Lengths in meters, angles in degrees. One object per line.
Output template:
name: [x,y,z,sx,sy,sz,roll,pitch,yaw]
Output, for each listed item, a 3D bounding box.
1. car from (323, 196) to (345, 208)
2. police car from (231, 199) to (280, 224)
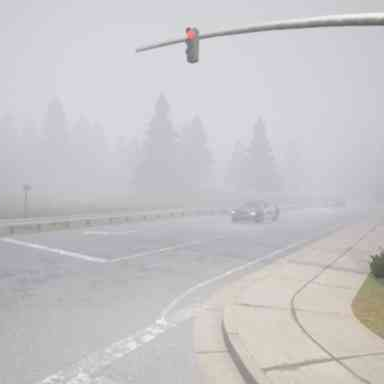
car: [18.624,1.296,43.395,2.128,1.511,4.902,1,1,37]
police car: [4.444,1.316,23.222,2.038,1.542,4.974,1,1,34]
